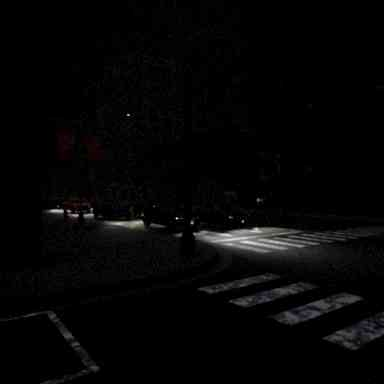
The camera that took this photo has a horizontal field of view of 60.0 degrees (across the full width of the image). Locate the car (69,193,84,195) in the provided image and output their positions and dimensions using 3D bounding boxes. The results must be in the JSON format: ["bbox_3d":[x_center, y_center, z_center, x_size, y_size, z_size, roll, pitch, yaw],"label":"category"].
[{"bbox_3d":[-20.573,1.122,58.734,2.150,2.045,5.566,0,0,-36],"label":"car"}]

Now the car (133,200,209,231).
[{"bbox_3d":[-1.433,1.466,20.704,2.128,1.511,4.902,0,0,-36],"label":"car"}]

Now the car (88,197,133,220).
[{"bbox_3d":[-6.851,1.438,28.227,1.882,1.535,5.008,0,0,-36],"label":"car"}]

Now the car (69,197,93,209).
[{"bbox_3d":[-15.260,1.453,45.541,1.812,1.442,4.674,0,0,-35],"label":"car"}]

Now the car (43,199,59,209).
[{"bbox_3d":[-18.382,1.532,44.322,1.895,1.301,4.718,0,0,-35],"label":"car"}]

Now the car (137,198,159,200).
[{"bbox_3d":[-3.578,1.309,29.243,2.097,1.767,4.553,0,0,-36],"label":"car"}]

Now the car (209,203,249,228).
[{"bbox_3d":[1.663,1.496,21.995,1.812,1.442,4.674,0,0,-37],"label":"car"}]

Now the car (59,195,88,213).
[{"bbox_3d":[-12.623,1.423,36.249,1.882,1.535,5.008,0,0,-35],"label":"car"}]
